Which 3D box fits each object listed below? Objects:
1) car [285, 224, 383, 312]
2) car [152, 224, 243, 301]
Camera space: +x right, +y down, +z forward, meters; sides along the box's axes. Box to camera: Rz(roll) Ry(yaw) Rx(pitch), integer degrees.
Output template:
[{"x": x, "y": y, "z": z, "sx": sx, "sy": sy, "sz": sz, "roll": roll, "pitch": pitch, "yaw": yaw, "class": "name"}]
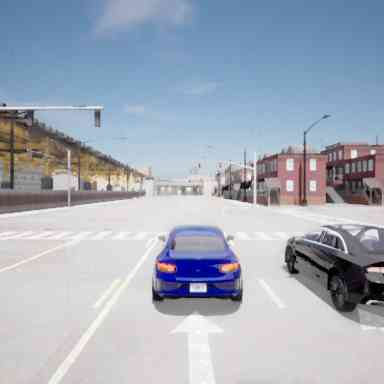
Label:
[{"x": 3.610, "y": 1.489, "z": 7.687, "sx": 2.128, "sy": 1.511, "sz": 4.902, "roll": 0, "pitch": 0, "yaw": -1, "class": "car"}, {"x": 0.107, "y": 1.523, "z": 8.180, "sx": 1.812, "sy": 1.442, "sz": 4.674, "roll": 0, "pitch": 0, "yaw": 0, "class": "car"}]
